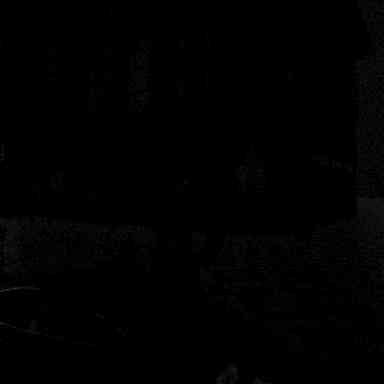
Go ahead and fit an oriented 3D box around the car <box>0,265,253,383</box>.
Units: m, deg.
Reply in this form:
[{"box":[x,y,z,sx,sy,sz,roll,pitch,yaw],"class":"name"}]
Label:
[{"box":[-1.400,1.577,3.956,4.313,1.339,1.947,0,0,35],"class":"car"}]
